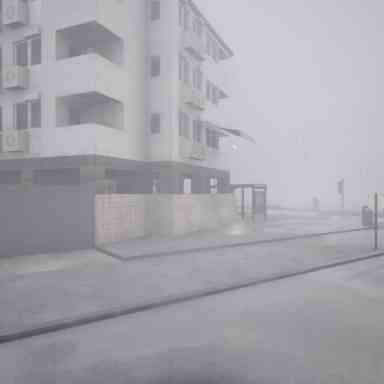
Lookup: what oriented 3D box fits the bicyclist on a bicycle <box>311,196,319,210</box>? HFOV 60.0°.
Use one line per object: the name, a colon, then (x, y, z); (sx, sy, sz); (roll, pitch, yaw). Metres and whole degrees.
bicyclist on a bicycle: (14.628, 1.348, 39.528); (1.656, 1.620, 0.582); (0, 0, -35)
